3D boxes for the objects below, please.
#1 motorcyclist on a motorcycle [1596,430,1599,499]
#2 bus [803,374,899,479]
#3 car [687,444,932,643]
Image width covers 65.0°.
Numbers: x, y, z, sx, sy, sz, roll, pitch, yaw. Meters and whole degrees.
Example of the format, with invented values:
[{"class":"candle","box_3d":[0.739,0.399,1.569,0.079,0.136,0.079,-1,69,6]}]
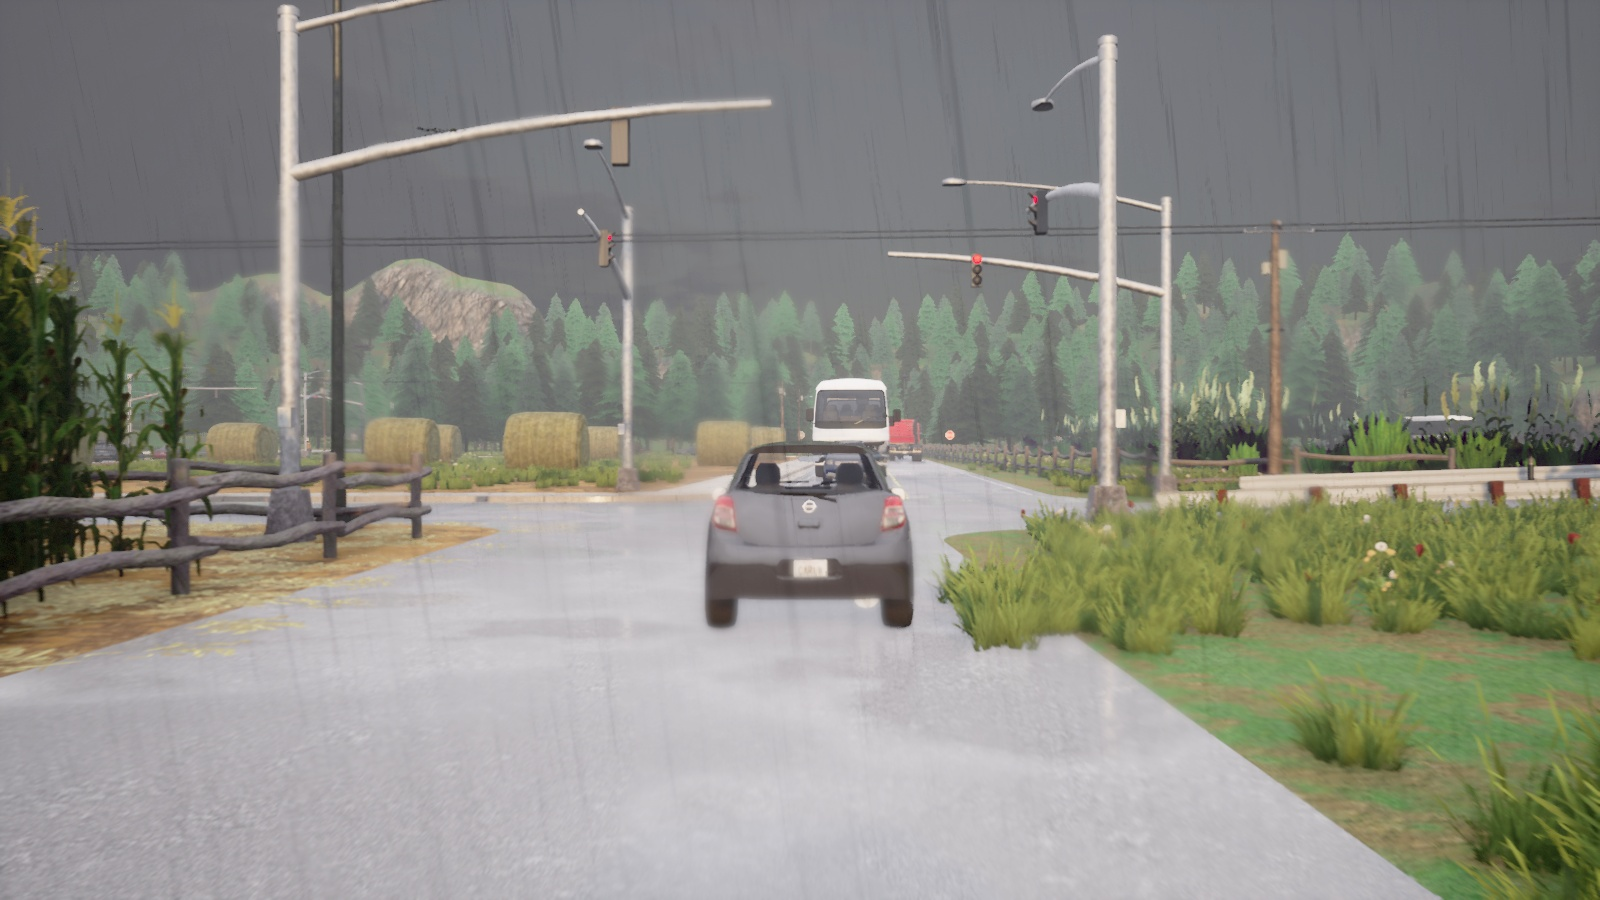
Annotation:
[{"class":"motorcyclist on a motorcycle","box_3d":[18.592,0.273,27.086,2.191,1.530,0.866,-3,0,6]},{"class":"bus","box_3d":[2.350,-0.981,56.387,3.944,4.253,10.273,0,0,3]},{"class":"car","box_3d":[0.079,0.697,11.292,1.845,1.501,3.633,0,0,0]}]
